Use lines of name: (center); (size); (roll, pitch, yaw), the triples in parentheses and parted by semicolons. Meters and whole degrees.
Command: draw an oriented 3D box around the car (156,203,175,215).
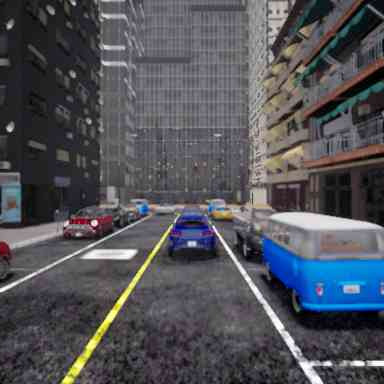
car: (-3.009, 1.980, 38.428); (1.895, 1.301, 4.718); (0, -1, 0)

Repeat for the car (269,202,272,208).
car: (15.243, 1.888, 54.775); (5.009, 1.841, 2.192); (0, 0, 0)

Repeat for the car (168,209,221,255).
car: (0.026, 1.663, 13.899); (1.812, 1.442, 4.674); (0, 0, 1)

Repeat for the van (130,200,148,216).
van: (-5.700, 1.692, 35.476); (1.690, 1.788, 3.998); (-1, -1, 0)

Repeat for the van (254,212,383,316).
van: (2.677, 1.416, 7.438); (1.690, 1.788, 3.998); (-1, -1, 0)

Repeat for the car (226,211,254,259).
car: (2.681, 1.680, 13.039); (2.008, 1.369, 4.403); (-1, -1, 0)

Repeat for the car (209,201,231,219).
car: (2.683, 1.822, 30.013); (1.752, 1.417, 4.829); (-1, -1, 0)

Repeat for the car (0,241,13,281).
car: (-5.699, 1.656, 7.466); (1.802, 1.307, 4.206); (-1, -1, 0)

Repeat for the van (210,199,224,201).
van: (2.680, 1.692, 35.447); (1.690, 1.788, 3.998); (-1, -1, 0)

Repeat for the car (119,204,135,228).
car: (-5.698, 1.805, 24.270); (1.947, 1.339, 4.313); (-1, -1, 0)

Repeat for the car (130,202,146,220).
car: (-5.698, 1.846, 29.873); (2.008, 1.369, 4.403); (-1, -1, 0)

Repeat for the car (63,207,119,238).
car: (-5.700, 1.624, 18.671); (1.967, 1.590, 4.097); (-1, -1, 0)

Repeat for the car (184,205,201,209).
car: (0.014, 1.820, 27.525); (2.033, 1.411, 5.357); (0, -1, 0)
